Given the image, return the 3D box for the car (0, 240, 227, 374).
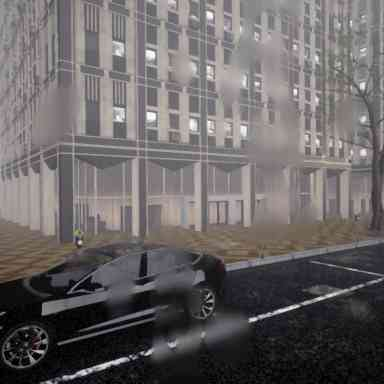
[{"bbox_3d":[-1.332,1.565,5.615,4.313,1.339,1.947,0,-1,-35],"label":"car"}]
